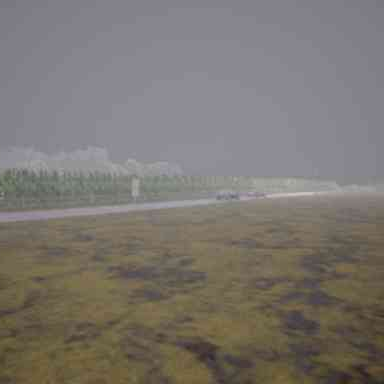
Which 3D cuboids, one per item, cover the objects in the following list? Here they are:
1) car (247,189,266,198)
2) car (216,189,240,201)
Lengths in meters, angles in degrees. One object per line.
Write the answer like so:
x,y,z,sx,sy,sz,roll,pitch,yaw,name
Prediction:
11.423,0.278,58.862,2.128,1.511,4.902,2,2,36,car
5.563,0.370,50.598,2.097,1.767,4.553,2,2,36,car
